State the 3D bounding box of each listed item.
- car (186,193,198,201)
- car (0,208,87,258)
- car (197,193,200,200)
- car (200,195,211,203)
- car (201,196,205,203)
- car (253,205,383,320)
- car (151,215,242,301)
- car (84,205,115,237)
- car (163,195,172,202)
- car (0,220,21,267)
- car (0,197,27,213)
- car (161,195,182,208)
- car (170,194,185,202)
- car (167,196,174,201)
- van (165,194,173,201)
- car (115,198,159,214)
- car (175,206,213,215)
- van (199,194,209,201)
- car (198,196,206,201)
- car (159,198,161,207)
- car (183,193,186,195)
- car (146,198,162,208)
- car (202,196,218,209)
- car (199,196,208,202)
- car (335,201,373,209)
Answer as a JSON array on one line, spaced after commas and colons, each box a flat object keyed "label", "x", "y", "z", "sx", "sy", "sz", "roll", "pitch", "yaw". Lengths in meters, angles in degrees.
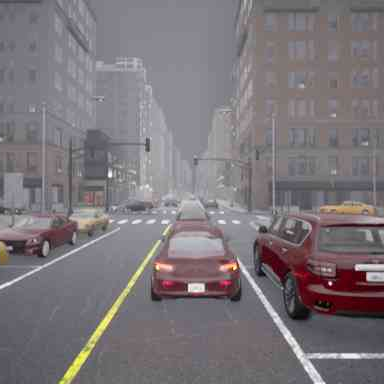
[{"label": "car", "x": 0.044, "y": 1.626, "z": 85.244, "sx": 2.033, "sy": 1.411, "sz": 5.357, "roll": 0, "pitch": 0, "yaw": 0}, {"label": "car", "x": -5.843, "y": 1.556, "z": 12.878, "sx": 1.887, "sy": 1.381, "sz": 4.507, "roll": 1, "pitch": 0, "yaw": 0}, {"label": "car", "x": 2.713, "y": 1.380, "z": 68.202, "sx": 2.192, "sy": 1.841, "sz": 5.009, "roll": 1, "pitch": 0, "yaw": 0}, {"label": "car", "x": 2.704, "y": 1.634, "z": 56.855, "sx": 1.802, "sy": 1.307, "sz": 4.206, "roll": 1, "pitch": 0, "yaw": 0}, {"label": "car", "x": 2.702, "y": 1.628, "z": 51.182, "sx": 1.802, "sy": 1.307, "sz": 4.206, "roll": 1, "pitch": 0, "yaw": 0}, {"label": "car", "x": 2.683, "y": 1.321, "z": 7.240, "sx": 2.192, "sy": 1.841, "sz": 5.009, "roll": 1, "pitch": 0, "yaw": 0}, {"label": "car", "x": 0.090, "y": 1.533, "z": 8.197, "sx": 1.812, "sy": 1.442, "sz": 4.674, "roll": 0, "pitch": 0, "yaw": 0}, {"label": "car", "x": -5.840, "y": 1.541, "z": 18.332, "sx": 1.752, "sy": 1.417, "sz": 4.829, "roll": 1, "pitch": 0, "yaw": 0}, {"label": "car", "x": -5.808, "y": 1.519, "z": 79.559, "sx": 1.967, "sy": 1.590, "sz": 4.097, "roll": 1, "pitch": 0, "yaw": 0}, {"label": "car", "x": -5.845, "y": 1.532, "z": 7.083, "sx": 1.752, "sy": 1.417, "sz": 4.829, "roll": 1, "pitch": 0, "yaw": 0}, {"label": "car", "x": -17.245, "y": 1.218, "z": 29.698, "sx": 4.553, "sy": 1.767, "sz": 2.097, "roll": 1, "pitch": -1, "yaw": 0}, {"label": "car", "x": -3.071, "y": 1.593, "z": 50.287, "sx": 2.033, "sy": 1.411, "sz": 5.357, "roll": 0, "pitch": 0, "yaw": 0}, {"label": "car", "x": -3.017, "y": 1.608, "z": 63.959, "sx": 2.033, "sy": 1.411, "sz": 5.357, "roll": 0, "pitch": 0, "yaw": 1}, {"label": "car", "x": -5.804, "y": 1.676, "z": 90.905, "sx": 1.802, "sy": 1.307, "sz": 4.206, "roll": 1, "pitch": 0, "yaw": 0}, {"label": "van", "x": -5.805, "y": 1.427, "z": 85.232, "sx": 1.690, "sy": 1.788, "sz": 3.998, "roll": 1, "pitch": 0, "yaw": 0}, {"label": "car", "x": -6.214, "y": 1.510, "z": 34.986, "sx": 2.128, "sy": 1.511, "sz": 4.902, "roll": 0, "pitch": 0, "yaw": 39}, {"label": "car", "x": 0.072, "y": 1.616, "z": 17.375, "sx": 1.895, "sy": 1.301, "sz": 4.718, "roll": 0, "pitch": 0, "yaw": 0}, {"label": "van", "x": 2.710, "y": 1.399, "z": 62.529, "sx": 1.690, "sy": 1.788, "sz": 3.998, "roll": 1, "pitch": 0, "yaw": 0}, {"label": "car", "x": 2.721, "y": 1.659, "z": 90.895, "sx": 1.947, "sy": 1.339, "sz": 4.313, "roll": 1, "pitch": 0, "yaw": 0}, {"label": "car", "x": -5.827, "y": 1.586, "z": 45.522, "sx": 1.887, "sy": 1.381, "sz": 4.507, "roll": 1, "pitch": 0, "yaw": 0}, {"label": "car", "x": -2.960, "y": 1.562, "z": 78.435, "sx": 1.837, "sy": 1.490, "sz": 4.892, "roll": 0, "pitch": 0, "yaw": 0}, {"label": "car", "x": -5.824, "y": 1.591, "z": 51.195, "sx": 1.887, "sy": 1.381, "sz": 4.507, "roll": 1, "pitch": 0, "yaw": 0}, {"label": "car", "x": 2.699, "y": 1.623, "z": 45.508, "sx": 1.802, "sy": 1.307, "sz": 4.206, "roll": 1, "pitch": 0, "yaw": 0}, {"label": "car", "x": 2.716, "y": 1.661, "z": 79.549, "sx": 1.802, "sy": 1.307, "sz": 4.206, "roll": 1, "pitch": 0, "yaw": 0}, {"label": "car", "x": 15.141, "y": 1.663, "z": 32.698, "sx": 5.008, "sy": 1.535, "sz": 1.882, "roll": 0, "pitch": -1, "yaw": 1}]
